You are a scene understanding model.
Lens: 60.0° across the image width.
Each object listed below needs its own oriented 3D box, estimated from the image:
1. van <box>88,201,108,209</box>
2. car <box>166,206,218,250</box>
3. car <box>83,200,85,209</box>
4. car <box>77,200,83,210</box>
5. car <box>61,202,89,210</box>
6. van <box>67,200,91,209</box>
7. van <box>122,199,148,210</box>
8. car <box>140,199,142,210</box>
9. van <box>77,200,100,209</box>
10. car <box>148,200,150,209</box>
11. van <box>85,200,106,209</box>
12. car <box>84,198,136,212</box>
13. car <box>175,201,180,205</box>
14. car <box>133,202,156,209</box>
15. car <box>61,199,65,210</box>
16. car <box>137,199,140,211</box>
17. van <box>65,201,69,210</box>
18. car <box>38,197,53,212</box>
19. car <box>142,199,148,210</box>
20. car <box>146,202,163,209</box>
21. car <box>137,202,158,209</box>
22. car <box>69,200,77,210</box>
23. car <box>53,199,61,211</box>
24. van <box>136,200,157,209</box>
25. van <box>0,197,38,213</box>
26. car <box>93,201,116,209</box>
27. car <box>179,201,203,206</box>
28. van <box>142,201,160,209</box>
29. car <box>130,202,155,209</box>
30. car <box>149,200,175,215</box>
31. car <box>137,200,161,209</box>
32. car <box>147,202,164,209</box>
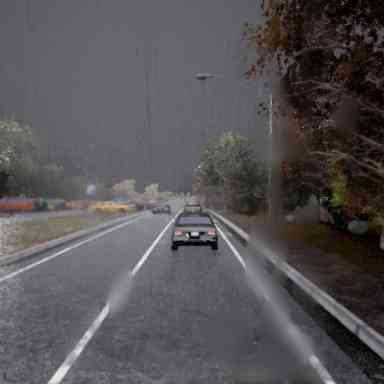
[{"bbox_3d":[-23.513,3.190,83.257,4.442,1.987,1.878,0,-3,0],"label":"van"},{"bbox_3d":[0.099,1.554,14.379,2.033,1.411,5.357,0,0,0],"label":"car"},{"bbox_3d":[-23.401,2.642,63.890,5.008,1.535,2.097,0,-2,0],"label":"car"},{"bbox_3d":[-23.403,2.535,60.996,5.008,1.535,2.097,0,-2,0],"label":"car"},{"bbox_3d":[-23.399,2.745,66.658,4.892,1.521,2.231,0,-2,0],"label":"car"},{"bbox_3d":[-23.521,2.620,69.435,4.442,1.987,1.878,0,-2,0],"label":"van"},{"bbox_3d":[-10.445,2.307,60.931,4.442,1.987,1.878,0,-2,0],"label":"van"},{"bbox_3d":[-10.365,2.002,49.834,4.553,1.767,2.185,0,-2,0],"label":"car"},{"bbox_3d":[-23.284,2.823,74.971,4.442,1.987,1.878,0,-2,0],"label":"van"},{"bbox_3d":[-10.332,2.471,58.147,4.674,1.452,2.002,0,-2,0],"label":"car"},{"bbox_3d":[-23.282,3.036,80.358,4.442,1.987,1.878,0,-3,0],"label":"van"},{"bbox_3d":[-10.152,1.866,41.516,5.366,1.575,1.946,0,-2,0],"label":"car"},{"bbox_3d":[-3.256,2.890,78.993,1.837,1.490,4.892,0,-3,0],"label":"car"},{"bbox_3d":[-10.325,2.980,72.018,4.674,1.452,2.002,0,-2,0],"label":"car"},{"bbox_3d":[-23.405,2.236,52.816,4.892,1.521,2.231,0,-2,0],"label":"car"},{"bbox_3d":[-10.341,2.033,47.055,5.008,1.535,2.097,0,-2,0],"label":"car"},{"bbox_3d":[-23.527,2.111,55.593,4.442,1.987,1.878,0,-2,0],"label":"van"},{"bbox_3d":[-23.442,1.788,47.292,5.566,2.045,2.435,0,-2,0],"label":"car"},{"bbox_3d":[-10.304,1.976,52.609,5.566,2.045,2.435,0,-2,0],"label":"car"},{"bbox_3d":[-10.282,3.721,91.418,4.553,1.767,2.185,0,-3,0],"label":"car"},{"bbox_3d":[-10.349,3.174,77.573,4.792,1.488,2.163,0,-3,0],"label":"car"},{"bbox_3d":[-23.378,2.313,58.357,4.553,1.767,2.185,0,-2,0],"label":"car"},{"bbox_3d":[-23.228,2.132,50.050,5.366,1.575,1.946,0,-2,0],"label":"car"},{"bbox_3d":[-10.204,2.817,74.802,4.442,1.987,1.878,0,-2,0],"label":"van"},{"bbox_3d":[-23.533,1.725,44.400,4.442,1.987,1.878,0,-2,0],"label":"van"},{"bbox_3d":[-23.366,3.450,88.667,5.566,2.045,2.435,0,-3,0],"label":"car"},{"bbox_3d":[0.098,1.740,34.476,2.128,1.511,4.902,0,-1,0],"label":"car"},{"bbox_3d":[-10.200,3.181,83.107,4.442,1.987,1.878,0,-3,0],"label":"van"},{"bbox_3d":[-10.294,2.868,69.243,4.792,1.488,2.163,0,-2,0],"label":"car"},{"bbox_3d":[-3.342,1.884,37.772,1.994,1.385,4.181,0,-1,0],"label":"car"},{"bbox_3d":[-10.347,3.009,80.336,5.566,2.045,2.435,0,-3,0],"label":"car"},{"bbox_3d":[-10.280,3.868,94.191,4.553,1.767,2.185,0,-3,0],"label":"car"}]
